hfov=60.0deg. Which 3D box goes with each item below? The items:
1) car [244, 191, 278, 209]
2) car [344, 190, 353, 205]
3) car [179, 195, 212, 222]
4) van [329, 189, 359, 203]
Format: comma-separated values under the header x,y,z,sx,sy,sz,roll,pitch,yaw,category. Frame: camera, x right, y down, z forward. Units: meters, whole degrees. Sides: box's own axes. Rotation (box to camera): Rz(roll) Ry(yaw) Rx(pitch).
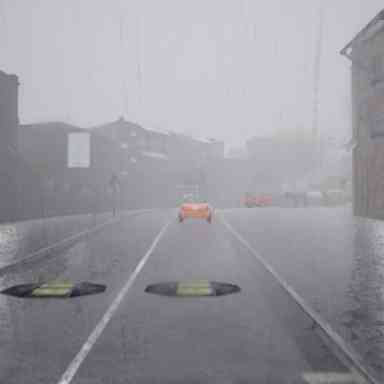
x,y,z,sx,sy,sz,roll,pitch,yaw,category
8.666,0.975,39.694,5.566,2.045,2.150,0,-2,-35,car
21.042,0.628,39.233,2.435,2.045,5.566,-3,-1,-12,car
0.303,1.040,23.161,2.097,1.767,4.553,0,1,3,car
23.752,0.676,52.256,1.878,1.987,4.442,-3,-1,-12,van
